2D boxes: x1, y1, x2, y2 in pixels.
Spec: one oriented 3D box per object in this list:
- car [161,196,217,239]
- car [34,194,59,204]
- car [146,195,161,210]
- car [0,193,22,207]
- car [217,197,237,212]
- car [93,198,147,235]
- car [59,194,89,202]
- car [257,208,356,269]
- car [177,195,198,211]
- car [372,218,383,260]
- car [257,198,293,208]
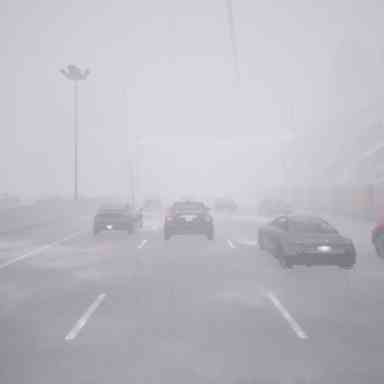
[{"bbox_3d":[-0.154,1.127,15.863,2.097,1.767,4.553,0,1,-1],"label":"car"},{"bbox_3d":[-18.264,0.904,42.822,2.033,1.411,5.357,0,1,0],"label":"car"},{"bbox_3d":[-3.977,1.033,34.398,1.812,1.442,4.674,0,1,-1],"label":"car"},{"bbox_3d":[-21.717,0.899,38.638,2.128,1.511,4.902,0,1,-1],"label":"car"},{"bbox_3d":[3.081,1.161,31.782,1.895,1.301,4.718,0,1,-1],"label":"car"},{"bbox_3d":[-3.675,1.255,17.103,1.837,1.490,4.892,0,1,-1],"label":"car"},{"bbox_3d":[-14.764,0.911,42.874,2.033,1.411,5.357,0,1,0],"label":"car"},{"bbox_3d":[3.428,1.420,10.684,1.994,1.385,4.181,0,1,-1],"label":"car"},{"bbox_3d":[-0.456,1.086,33.948,1.994,1.385,4.181,0,1,-1],"label":"car"},{"bbox_3d":[6.967,1.117,8.485,2.150,2.045,5.566,0,1,-1],"label":"car"},{"bbox_3d":[6.659,1.182,27.056,2.033,1.411,5.357,0,1,-1],"label":"car"}]
